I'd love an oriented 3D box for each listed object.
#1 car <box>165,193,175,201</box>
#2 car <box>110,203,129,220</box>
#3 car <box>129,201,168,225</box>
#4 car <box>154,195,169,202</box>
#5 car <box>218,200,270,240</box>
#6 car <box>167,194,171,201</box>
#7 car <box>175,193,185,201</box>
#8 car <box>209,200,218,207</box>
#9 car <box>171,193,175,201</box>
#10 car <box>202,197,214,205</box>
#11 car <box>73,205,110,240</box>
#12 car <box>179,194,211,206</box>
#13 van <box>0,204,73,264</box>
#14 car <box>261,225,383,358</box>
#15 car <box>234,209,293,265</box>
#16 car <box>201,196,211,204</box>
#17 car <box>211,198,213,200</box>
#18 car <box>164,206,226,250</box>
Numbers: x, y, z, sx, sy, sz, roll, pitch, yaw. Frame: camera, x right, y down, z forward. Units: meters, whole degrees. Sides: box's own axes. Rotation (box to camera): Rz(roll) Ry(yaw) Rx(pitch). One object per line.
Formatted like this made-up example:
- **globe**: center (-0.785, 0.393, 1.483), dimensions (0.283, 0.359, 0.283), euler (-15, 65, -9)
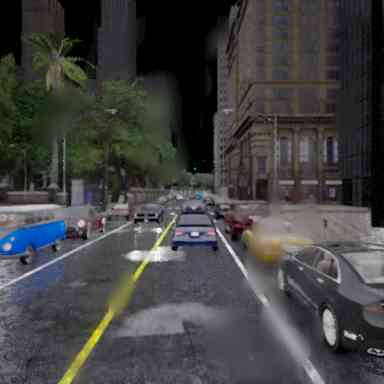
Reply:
- **car**: center (-5.767, 1.314, 86.672), dimensions (2.192, 1.841, 5.009), euler (0, 0, 0)
- **car**: center (-5.767, 1.594, 27.711), dimensions (1.802, 1.307, 4.206), euler (0, 0, 0)
- **car**: center (-3.069, 1.612, 24.469), dimensions (1.895, 1.301, 4.718), euler (0, 0, 0)
- **car**: center (-5.766, 1.563, 59.570), dimensions (2.008, 1.369, 4.403), euler (0, 0, 0)
- **car**: center (2.758, 1.324, 16.843), dimensions (2.192, 1.841, 5.009), euler (0, 0, 0)
- **car**: center (-5.767, 1.451, 64.990), dimensions (1.967, 1.590, 4.097), euler (0, 0, 0)
- **car**: center (-3.001, 1.521, 82.690), dimensions (1.812, 1.442, 4.674), euler (0, 0, 0)
- **car**: center (2.759, 1.578, 27.693), dimensions (1.947, 1.339, 4.313), euler (0, 0, 0)
- **car**: center (-5.767, 1.443, 81.251), dimensions (1.967, 1.590, 4.097), euler (0, 0, 0)
- **car**: center (2.759, 1.578, 59.550), dimensions (1.947, 1.339, 4.313), euler (0, 0, 0)
- **car**: center (-5.767, 1.449, 16.859), dimensions (1.967, 1.590, 4.097), euler (0, 0, 0)
- **car**: center (0.341, 1.365, 30.156), dimensions (2.097, 1.767, 4.553), euler (0, 0, 5)
- **van**: center (-5.767, 1.348, 11.432), dimensions (1.690, 1.788, 3.998), euler (0, 0, 0)
- **car**: center (2.759, 1.554, 5.992), dimensions (2.008, 1.369, 4.403), euler (0, 0, 0)
- **car**: center (2.759, 1.532, 11.587), dimensions (1.752, 1.417, 4.829), euler (0, 0, 0)
- **car**: center (2.759, 1.536, 65.141), dimensions (1.752, 1.417, 4.829), euler (0, 0, 0)
- **car**: center (2.759, 1.579, 54.130), dimensions (1.947, 1.339, 4.313), euler (0, 0, 0)
- **car**: center (0.103, 1.555, 14.411), dimensions (2.033, 1.411, 5.357), euler (0, 0, 0)
